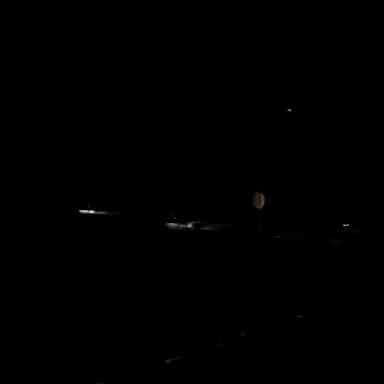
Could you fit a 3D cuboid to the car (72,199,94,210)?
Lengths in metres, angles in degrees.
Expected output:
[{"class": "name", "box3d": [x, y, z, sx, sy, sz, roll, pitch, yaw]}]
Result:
[{"class": "car", "box3d": [-14.934, 1.668, 45.480, 2.128, 1.511, 4.902, -1, 0, -36]}]

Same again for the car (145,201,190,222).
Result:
[{"class": "car", "box3d": [-2.077, 1.570, 27.512, 1.882, 1.535, 5.008, -1, 0, -35]}]

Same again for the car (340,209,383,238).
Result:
[{"class": "car", "box3d": [9.955, 1.483, 16.246, 5.008, 1.535, 1.882, -1, 3, 29]}]
